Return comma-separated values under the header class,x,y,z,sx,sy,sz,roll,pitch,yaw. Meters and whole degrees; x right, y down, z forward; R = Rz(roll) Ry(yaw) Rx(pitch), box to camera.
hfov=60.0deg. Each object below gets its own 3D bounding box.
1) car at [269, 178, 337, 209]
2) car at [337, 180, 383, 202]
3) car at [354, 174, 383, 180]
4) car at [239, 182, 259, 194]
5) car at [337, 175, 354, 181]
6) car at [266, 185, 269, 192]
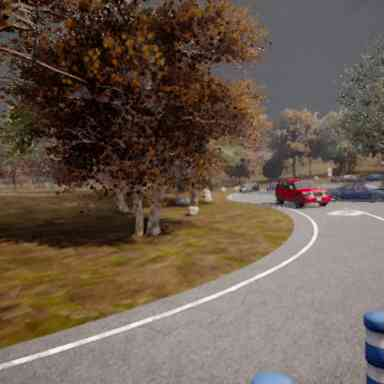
class,x,y,z,sx,sy,sz,roll,pitch,yaw
car,8.281,0.048,25.570,2.150,2.045,5.566,-4,2,-9
car,13.373,0.025,26.505,2.033,1.411,5.357,-6,3,-40
car,30.419,-2.324,55.968,4.674,1.442,1.812,-2,3,10
car,8.156,-0.624,47.175,2.128,1.511,4.902,-2,3,27
car,27.477,-2.322,59.432,5.357,1.411,2.033,-3,3,-2
car,12.222,-0.830,47.921,1.994,1.385,4.181,-2,3,36
